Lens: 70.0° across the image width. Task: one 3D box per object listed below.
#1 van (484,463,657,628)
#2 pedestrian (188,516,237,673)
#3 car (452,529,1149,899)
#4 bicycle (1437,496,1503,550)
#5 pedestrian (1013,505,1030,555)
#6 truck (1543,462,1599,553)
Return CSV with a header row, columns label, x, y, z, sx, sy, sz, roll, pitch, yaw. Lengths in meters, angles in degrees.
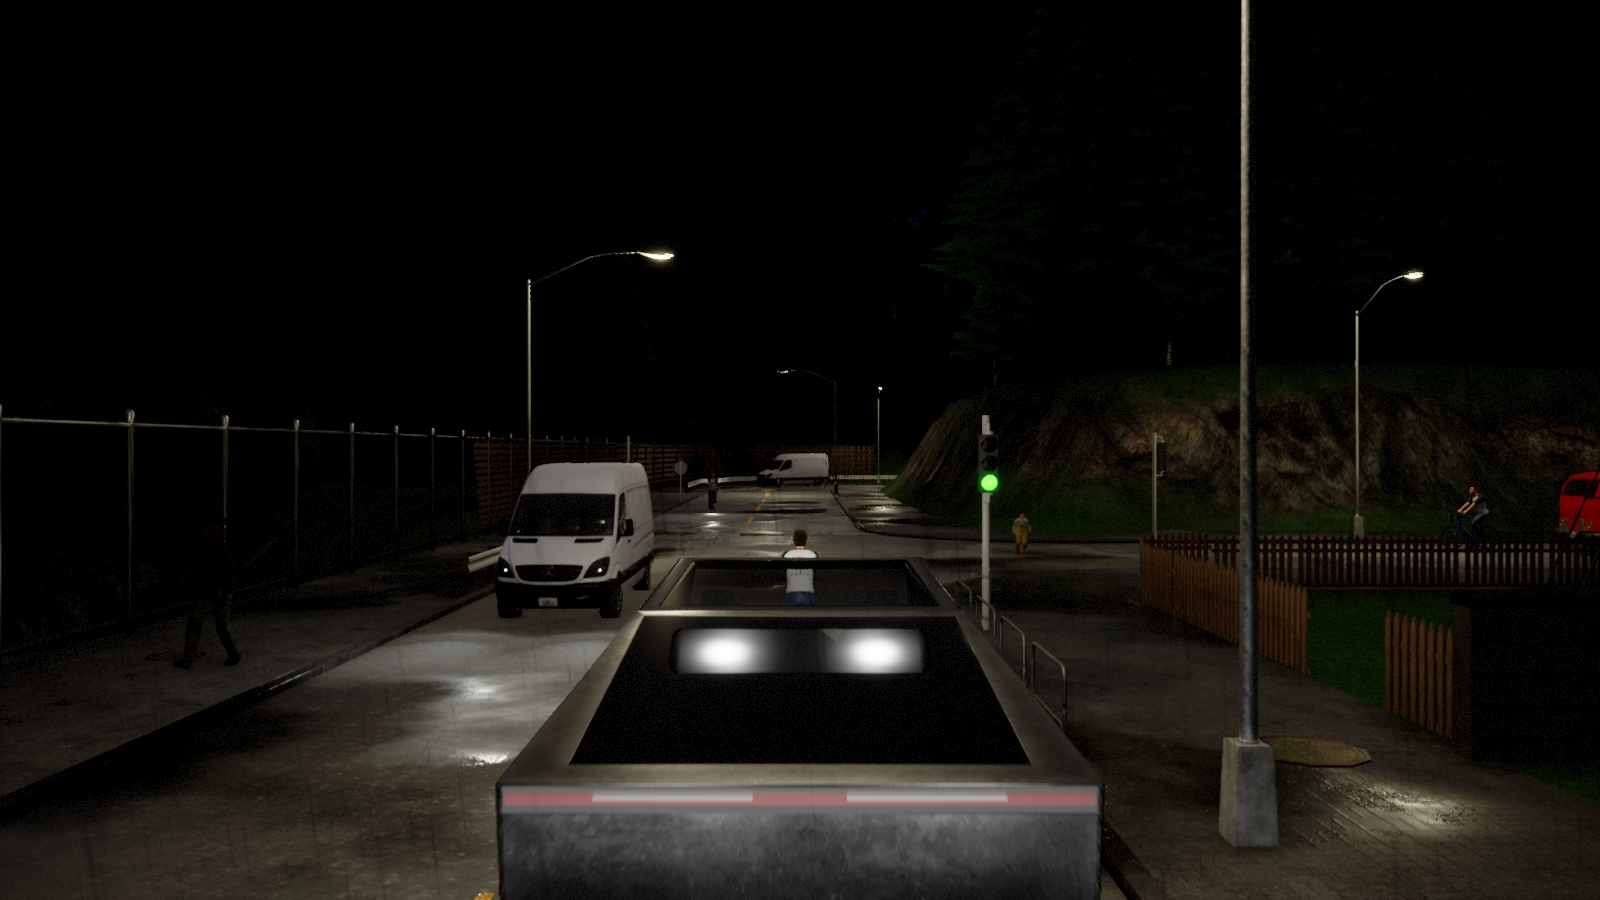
label,x,y,z,sx,sy,sz,roll,pitch,yaw
van,-3.994,1.538,21.027,1.988,2.561,5.915,0,0,0
pedestrian,-7.168,1.747,13.938,0.375,1.860,0.375,0,0,16
car,0.001,1.754,7.053,2.390,2.098,6.274,0,0,0
bicycle,18.922,2.060,32.268,1.643,1.496,0.373,0,0,0
pedestrian,5.891,2.133,30.407,0.375,1.300,0.375,0,0,0
truck,24.432,1.572,32.265,5.204,2.467,2.627,0,0,0
